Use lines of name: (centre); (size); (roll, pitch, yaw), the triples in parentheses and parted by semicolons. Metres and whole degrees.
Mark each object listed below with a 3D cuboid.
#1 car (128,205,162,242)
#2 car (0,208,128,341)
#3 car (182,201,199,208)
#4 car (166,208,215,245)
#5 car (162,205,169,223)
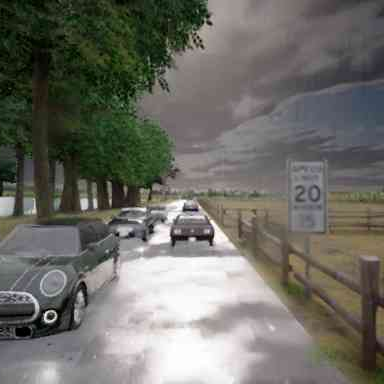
car: (-2.946, 1.556, 16.880); (2.128, 1.511, 4.902); (0, 0, 0)
car: (-2.884, 1.378, 6.881); (2.097, 1.767, 4.553); (0, 0, 0)
car: (-0.180, 1.761, 41.228); (1.994, 1.385, 4.181); (0, 0, 0)
car: (-0.001, 1.653, 15.797); (1.895, 1.301, 4.718); (0, 0, 0)
car: (-2.987, 1.718, 26.928); (1.895, 1.301, 4.718); (0, 0, 0)
